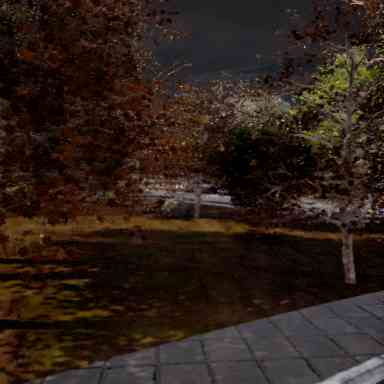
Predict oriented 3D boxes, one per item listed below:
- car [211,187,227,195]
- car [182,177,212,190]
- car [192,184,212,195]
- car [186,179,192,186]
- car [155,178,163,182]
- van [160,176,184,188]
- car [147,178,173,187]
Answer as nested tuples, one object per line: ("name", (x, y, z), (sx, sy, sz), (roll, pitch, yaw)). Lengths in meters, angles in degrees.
("car", (4.806, -0.144, 39.709), (2.163, 1.488, 4.792), (5, 3, 35))
("car", (0.937, -1.497, 58.356), (2.435, 2.045, 5.566), (5, 3, 35))
("car", (2.550, -0.382, 41.311), (2.097, 1.535, 5.008), (5, 3, 35))
("car", (0.302, -0.842, 42.893), (2.435, 2.045, 5.566), (5, 3, 35))
("car", (-4.280, -1.008, 46.035), (2.231, 1.521, 4.892), (5, 3, 35))
("van", (-3.660, -1.895, 61.641), (1.878, 1.987, 4.442), (5, 3, 35))
("car", (-5.998, -1.843, 63.152), (2.163, 1.488, 4.792), (5, 3, 35))
